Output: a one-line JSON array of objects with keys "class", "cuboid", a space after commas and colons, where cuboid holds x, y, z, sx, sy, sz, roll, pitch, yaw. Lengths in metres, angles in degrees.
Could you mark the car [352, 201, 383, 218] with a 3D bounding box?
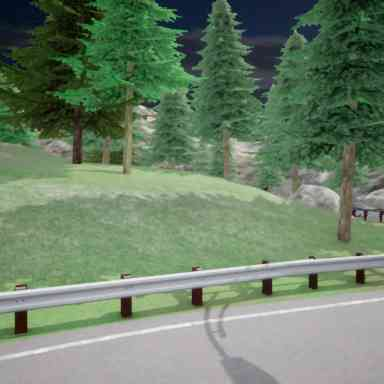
[{"class": "car", "cuboid": [14.866, 1.556, 30.495, 2.033, 1.411, 5.357, 0, 0, -18]}]
